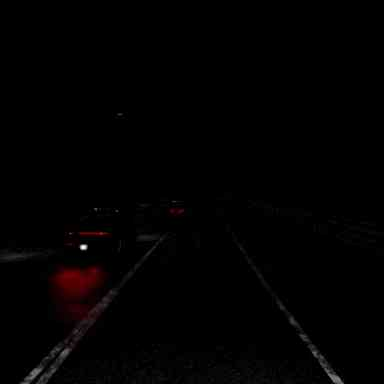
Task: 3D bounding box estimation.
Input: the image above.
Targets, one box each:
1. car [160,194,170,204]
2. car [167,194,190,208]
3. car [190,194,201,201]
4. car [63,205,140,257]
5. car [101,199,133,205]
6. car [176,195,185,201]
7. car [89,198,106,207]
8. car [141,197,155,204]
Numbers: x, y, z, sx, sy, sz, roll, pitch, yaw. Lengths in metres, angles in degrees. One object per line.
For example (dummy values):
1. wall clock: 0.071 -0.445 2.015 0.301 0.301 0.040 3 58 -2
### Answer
1. car: -4.723 1.522 60.933 2.033 1.411 5.357 0 0 3
2. car: -1.833 1.487 46.815 2.128 1.511 4.902 1 0 2
3. car: 0.554 1.511 86.779 1.882 1.535 5.008 0 0 5
4. car: -3.303 1.481 12.859 1.837 1.490 4.892 1 0 2
5. car: -6.111 1.518 28.972 1.994 1.385 4.181 1 0 2
6. car: -2.949 1.480 86.893 1.882 1.535 5.008 0 0 5
7. car: -9.346 1.435 35.123 1.837 1.490 4.892 1 0 2
8. car: -8.172 1.546 62.100 1.895 1.301 4.718 0 0 3
